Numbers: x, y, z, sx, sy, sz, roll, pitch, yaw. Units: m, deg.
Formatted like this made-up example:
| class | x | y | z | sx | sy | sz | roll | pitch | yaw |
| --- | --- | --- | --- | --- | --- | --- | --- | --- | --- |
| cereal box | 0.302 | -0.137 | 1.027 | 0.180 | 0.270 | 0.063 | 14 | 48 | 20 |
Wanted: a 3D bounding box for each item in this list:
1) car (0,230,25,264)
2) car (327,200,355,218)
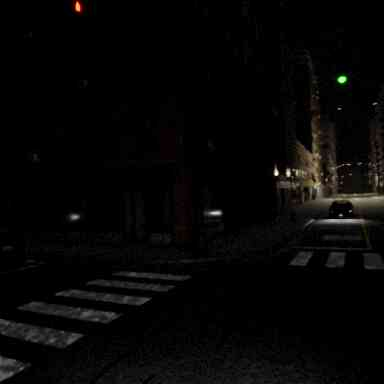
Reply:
| class | x | y | z | sx | sy | sz | roll | pitch | yaw |
| --- | --- | --- | --- | --- | --- | --- | --- | --- | --- |
| car | -8.102 | 2.051 | 12.244 | 4.313 | 1.339 | 1.947 | -3 | 0 | 26 |
| car | 12.280 | 1.331 | 27.295 | 2.033 | 1.411 | 5.357 | -3 | -1 | 26 |
